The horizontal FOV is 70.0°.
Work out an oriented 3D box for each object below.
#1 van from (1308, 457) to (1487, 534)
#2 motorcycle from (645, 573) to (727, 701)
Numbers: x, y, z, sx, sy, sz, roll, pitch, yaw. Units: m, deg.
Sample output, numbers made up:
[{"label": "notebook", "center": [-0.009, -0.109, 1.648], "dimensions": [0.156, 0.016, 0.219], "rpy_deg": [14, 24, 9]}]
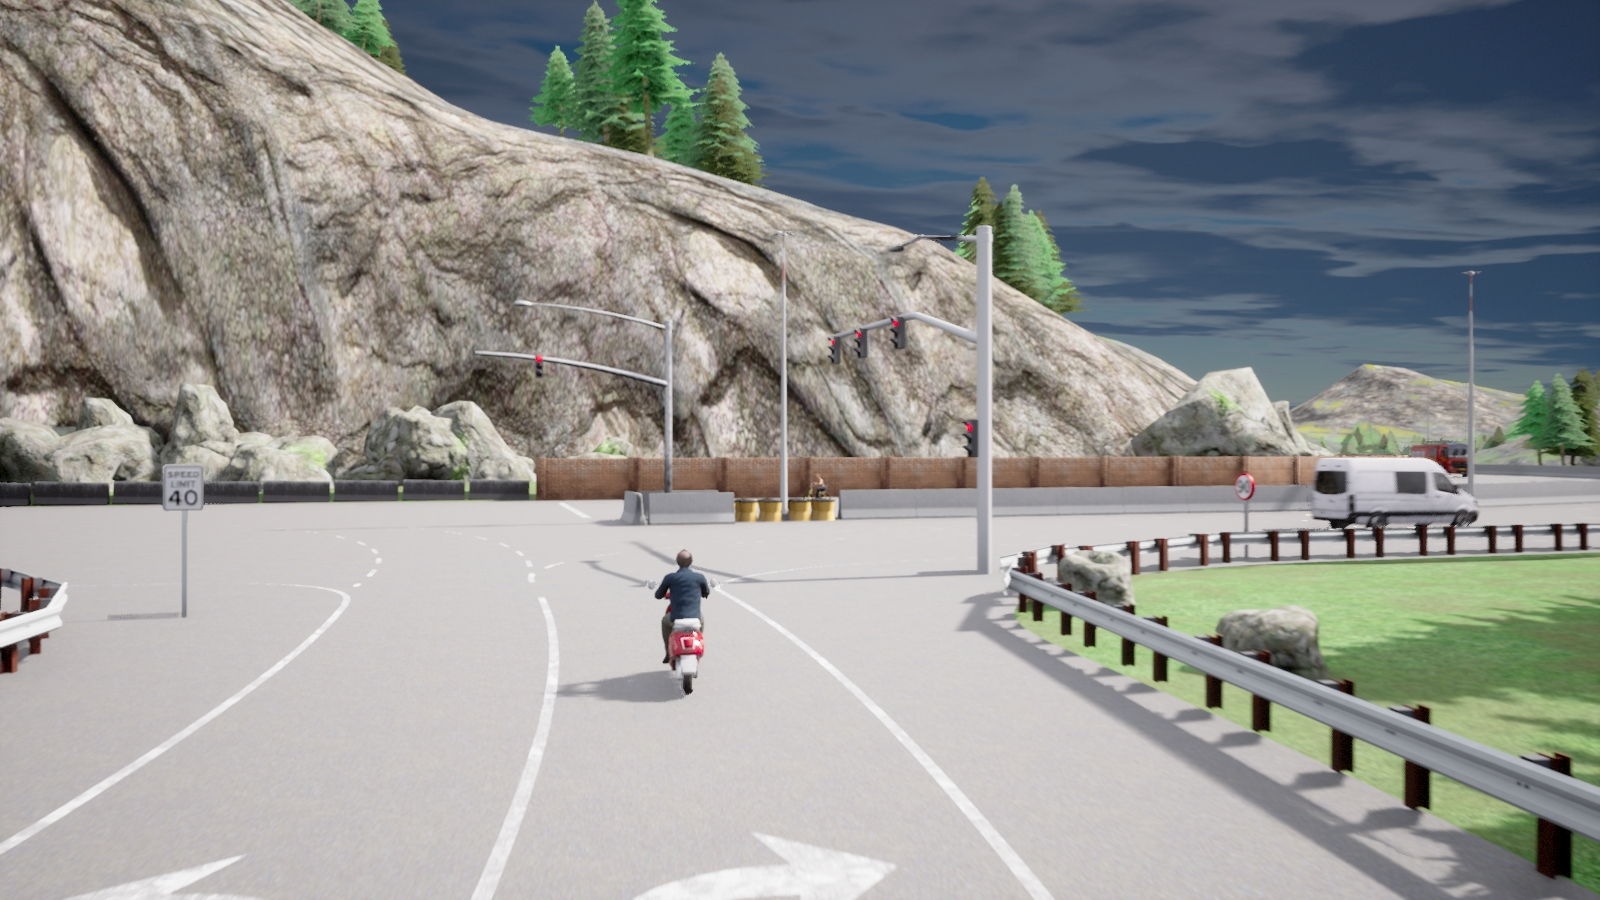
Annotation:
[{"label": "van", "center": [21.116, 1.558, 40.382], "dimensions": [5.915, 2.561, 1.988], "rpy_deg": [0, 0, -17]}, {"label": "motorcycle", "center": [-1.404, 2.192, 13.746], "dimensions": [0.856, 1.236, 1.805], "rpy_deg": [0, 0, -10]}]
